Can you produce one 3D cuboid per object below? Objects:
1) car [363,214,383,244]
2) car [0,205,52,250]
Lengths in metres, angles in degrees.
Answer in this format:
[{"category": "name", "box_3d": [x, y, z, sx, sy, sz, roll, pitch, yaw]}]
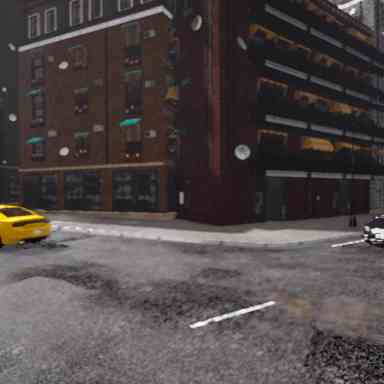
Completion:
[{"category": "car", "box_3d": [9.449, 1.501, 14.714, 4.902, 1.511, 2.128, 0, 0, -37]}, {"category": "car", "box_3d": [-7.790, 1.244, 12.910, 5.008, 1.535, 1.882, 1, 1, 23]}]
